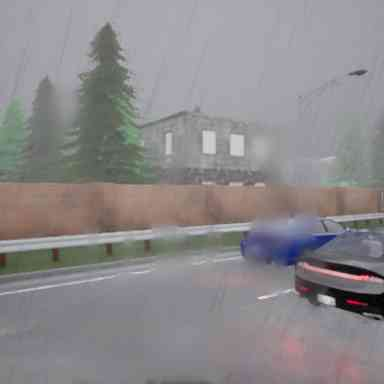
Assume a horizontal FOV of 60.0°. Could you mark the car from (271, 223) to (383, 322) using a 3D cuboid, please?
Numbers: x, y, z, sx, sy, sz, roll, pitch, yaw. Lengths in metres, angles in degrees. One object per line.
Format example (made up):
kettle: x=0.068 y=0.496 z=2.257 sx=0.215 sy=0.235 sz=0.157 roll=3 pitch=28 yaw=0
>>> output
car: x=4.113 y=1.499 z=6.683 sx=4.902 sy=1.511 sz=2.128 roll=0 pitch=0 yaw=-35

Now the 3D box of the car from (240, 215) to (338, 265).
car: x=3.799 y=1.487 z=10.749 sx=5.008 sy=1.535 sz=1.882 roll=0 pitch=0 yaw=-35
